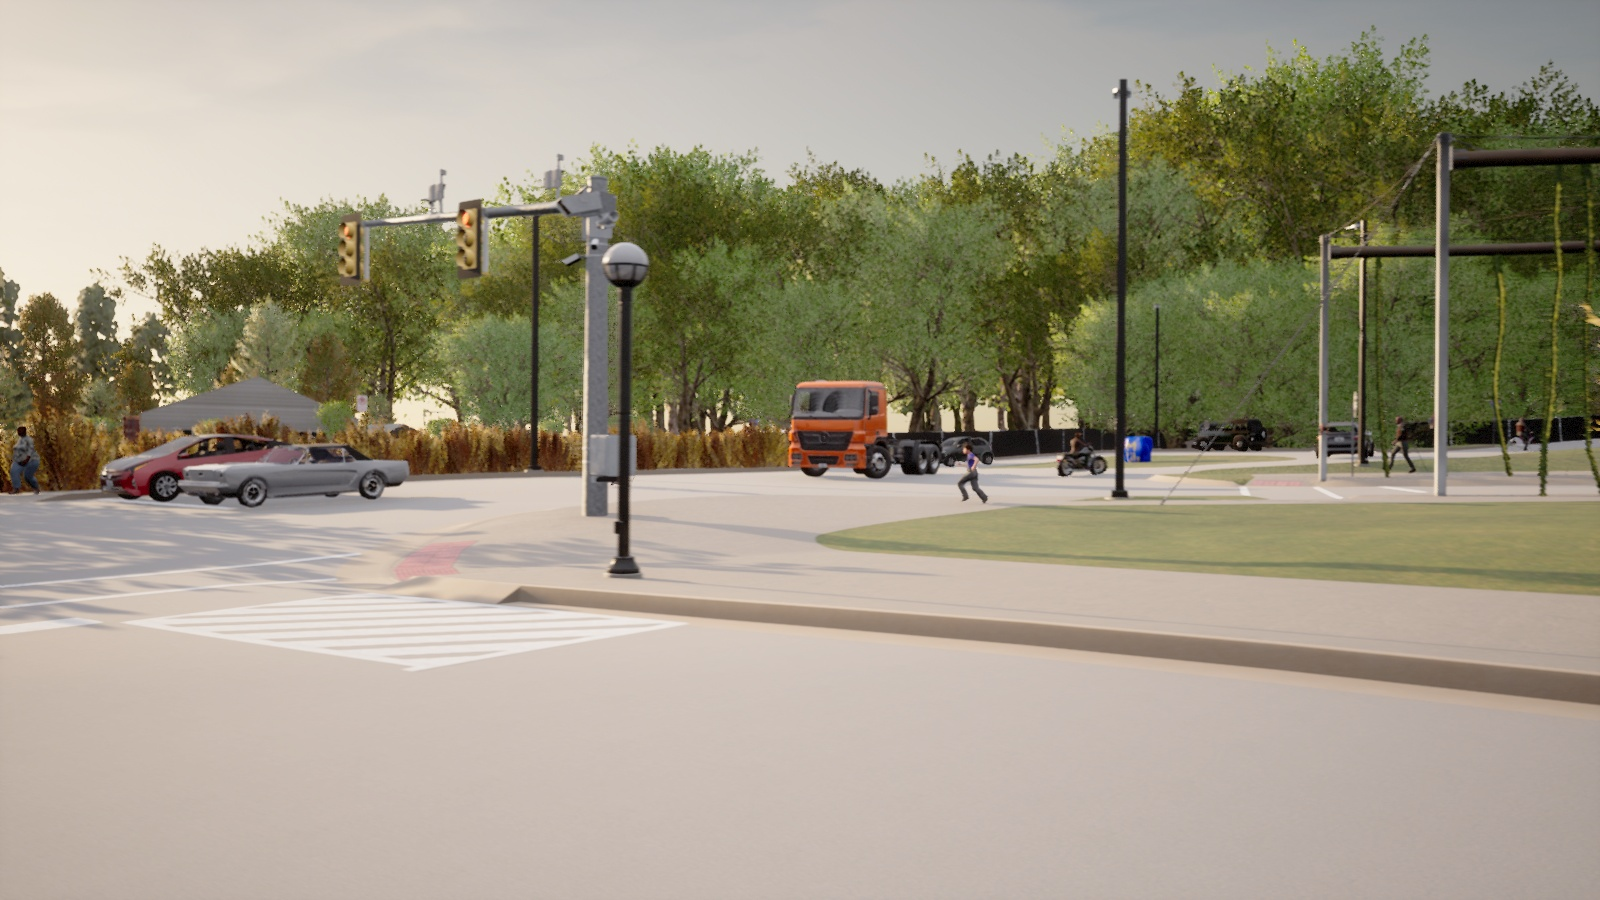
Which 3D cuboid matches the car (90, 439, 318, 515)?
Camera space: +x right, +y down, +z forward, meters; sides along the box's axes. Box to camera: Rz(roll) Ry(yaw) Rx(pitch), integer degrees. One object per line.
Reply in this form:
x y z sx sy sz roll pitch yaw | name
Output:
-14.295 0.597 30.343 2.007 1.525 4.514 0 2 37 | car

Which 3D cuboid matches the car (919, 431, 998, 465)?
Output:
8.636 -0.098 68.347 3.988 1.617 1.851 -3 1 -34 | car

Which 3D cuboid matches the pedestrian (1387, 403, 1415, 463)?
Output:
18.841 -0.528 39.366 0.720 1.854 0.376 -1 0 10 | pedestrian

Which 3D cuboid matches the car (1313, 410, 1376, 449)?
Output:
25.215 -0.973 58.031 2.242 1.667 4.611 -2 1 28 | car

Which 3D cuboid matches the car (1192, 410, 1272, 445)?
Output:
24.725 -1.274 71.946 1.905 1.878 3.866 -2 1 -42 | car

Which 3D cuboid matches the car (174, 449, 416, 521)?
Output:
-11.250 0.720 28.286 1.895 1.301 4.718 0 2 37 | car

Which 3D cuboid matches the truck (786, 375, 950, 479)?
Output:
2.674 -0.824 45.902 2.891 3.462 7.936 0 1 28 | truck

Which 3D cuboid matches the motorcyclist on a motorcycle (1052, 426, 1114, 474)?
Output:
10.230 -0.020 45.355 2.350 1.649 0.766 -3 3 -33 | motorcyclist on a motorcycle

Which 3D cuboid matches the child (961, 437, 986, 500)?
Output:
3.506 0.372 25.405 0.437 1.263 0.270 0 0 19 | child

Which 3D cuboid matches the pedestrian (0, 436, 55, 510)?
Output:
-19.890 0.578 32.266 0.874 1.855 0.900 0 0 18 | pedestrian
